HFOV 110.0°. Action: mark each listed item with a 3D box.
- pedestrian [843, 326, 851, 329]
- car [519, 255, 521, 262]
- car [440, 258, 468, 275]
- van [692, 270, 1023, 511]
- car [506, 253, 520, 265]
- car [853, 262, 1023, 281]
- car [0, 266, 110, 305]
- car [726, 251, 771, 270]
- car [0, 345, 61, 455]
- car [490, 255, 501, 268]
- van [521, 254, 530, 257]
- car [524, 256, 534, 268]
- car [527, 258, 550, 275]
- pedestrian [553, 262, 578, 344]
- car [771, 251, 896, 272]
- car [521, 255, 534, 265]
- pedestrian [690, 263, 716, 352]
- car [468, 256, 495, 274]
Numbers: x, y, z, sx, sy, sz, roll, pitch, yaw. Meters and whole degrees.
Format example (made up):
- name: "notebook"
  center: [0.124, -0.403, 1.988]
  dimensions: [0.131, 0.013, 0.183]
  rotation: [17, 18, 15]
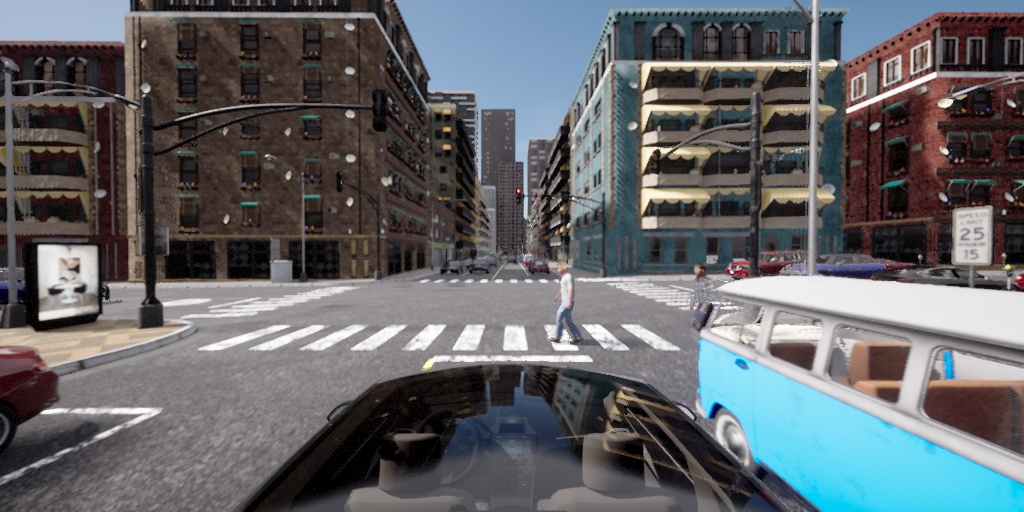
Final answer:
- name: "pedestrian"
  center: [6.101, 1.230, 6.619]
  dimensions: [0.500, 1.100, 0.500]
  rotation: [0, 1, 0]
- name: "car"
  center: [2.683, 0.834, 62.109]
  dimensions: [1.948, 1.339, 4.313]
  rotation: [0, 0, 0]
- name: "car"
  center: [-5.696, 1.048, 34.504]
  dimensions: [1.948, 1.339, 4.313]
  rotation: [0, 0, 0]
- name: "van"
  center: [2.689, 1.087, 2.100]
  dimensions: [1.690, 1.789, 3.998]
  rotation: [0, 0, 0]
- name: "car"
  center: [-0.008, 0.762, 63.525]
  dimensions: [1.837, 1.490, 4.892]
  rotation: [0, 0, 0]
- name: "car"
  center: [15.792, 1.001, 13.272]
  dimensions: [4.313, 1.339, 1.948]
  rotation: [0, 0, 0]
- name: "car"
  center: [-20.602, 1.277, 15.586]
  dimensions: [4.553, 1.767, 2.097]
  rotation: [-1, 1, 0]
- name: "car"
  center: [15.770, 0.616, 21.652]
  dimensions: [5.009, 1.841, 2.192]
  rotation: [0, 0, 0]
- name: "car"
  center: [-5.692, 1.329, 2.100]
  dimensions: [1.802, 1.307, 4.207]
  rotation: [0, 0, 0]
- name: "car"
  center: [-3.083, 0.897, 51.536]
  dimensions: [2.033, 1.411, 5.357]
  rotation: [0, 0, 0]
- name: "van"
  center: [2.683, 0.651, 56.585]
  dimensions: [1.690, 1.789, 3.998]
  rotation: [0, 0, 0]
- name: "car"
  center: [2.685, 1.004, 40.016]
  dimensions: [1.948, 1.339, 4.313]
  rotation: [0, 0, 0]
- name: "car"
  center: [2.685, 1.064, 34.493]
  dimensions: [1.802, 1.307, 4.207]
  rotation: [0, 0, 0]
- name: "pedestrian"
  center: [1.158, 0.993, 7.850]
  dimensions: [0.375, 1.860, 0.375]
  rotation: [0, 1, 0]
- name: "car"
  center: [16.916, 0.679, 19.055]
  dimensions: [4.553, 1.767, 2.097]
  rotation: [-1, 1, 0]
- name: "car"
  center: [2.684, 0.898, 51.062]
  dimensions: [1.888, 1.381, 4.507]
  rotation: [0, 0, 0]
- name: "pedestrian"
  center: [3.852, 0.997, 7.251]
  dimensions: [0.375, 1.860, 0.375]
  rotation: [0, 1, 0]
- name: "car"
  center: [-3.098, 1.021, 35.541]
  dimensions: [2.033, 1.411, 5.357]
  rotation: [0, 0, 0]
